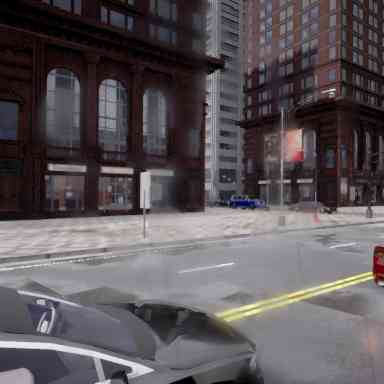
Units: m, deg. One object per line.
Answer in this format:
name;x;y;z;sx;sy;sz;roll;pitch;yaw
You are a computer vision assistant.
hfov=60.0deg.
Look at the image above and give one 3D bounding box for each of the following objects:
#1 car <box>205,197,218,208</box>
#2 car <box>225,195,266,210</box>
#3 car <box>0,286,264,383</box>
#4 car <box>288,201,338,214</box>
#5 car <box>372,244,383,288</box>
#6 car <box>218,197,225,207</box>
car;1.693;1.834;53.592;1.994;1.385;4.181;1;-1;-35
car;7.512;1.445;45.399;2.150;2.045;5.566;1;-1;-35
car;-1.569;1.492;2.326;4.902;1.511;2.128;0;0;-35
car;13.390;1.725;37.122;2.033;1.411;5.357;1;-1;-35
car;6.260;1.489;7.897;5.008;1.535;1.882;0;0;-35
car;3.813;1.664;56.114;2.097;1.767;4.553;1;-1;-35
